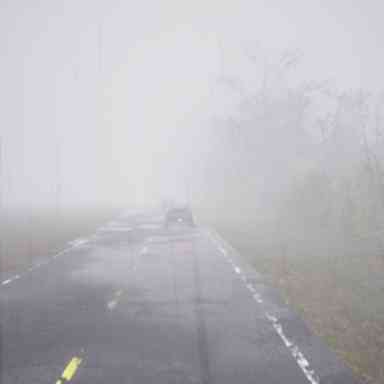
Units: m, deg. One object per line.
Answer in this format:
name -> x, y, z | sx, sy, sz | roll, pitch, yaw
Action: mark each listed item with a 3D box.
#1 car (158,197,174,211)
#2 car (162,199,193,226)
car -> -3.119, 1.348, 41.702 | 2.097, 1.767, 4.553 | 0, 0, -8
car -> -0.960, 1.504, 23.196 | 1.837, 1.490, 4.892 | 0, 0, -5
